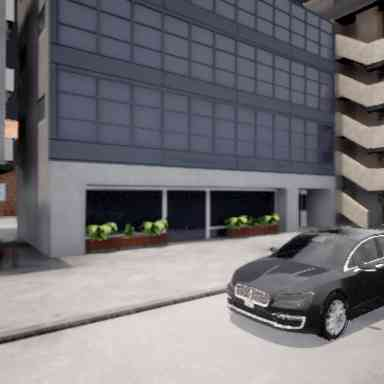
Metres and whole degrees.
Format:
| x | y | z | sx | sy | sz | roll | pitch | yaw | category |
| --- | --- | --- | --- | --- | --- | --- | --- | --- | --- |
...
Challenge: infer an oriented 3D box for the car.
| x | y | z | sx | sy | sz | roll | pitch | yaw | category |
| --- | --- | --- | --- | --- | --- | --- | --- | --- | --- |
| 2.878 | 1.526 | 6.663 | 4.892 | 1.490 | 1.837 | 0 | 0 | -36 | car |
